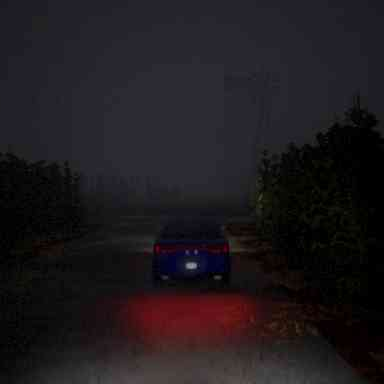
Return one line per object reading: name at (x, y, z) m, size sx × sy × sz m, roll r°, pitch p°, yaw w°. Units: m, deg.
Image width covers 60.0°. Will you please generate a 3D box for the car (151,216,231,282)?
car at (-0.011, 1.419, 9.637) m, size 1.882 × 1.535 × 5.008 m, roll 0°, pitch 0°, yaw 0°
